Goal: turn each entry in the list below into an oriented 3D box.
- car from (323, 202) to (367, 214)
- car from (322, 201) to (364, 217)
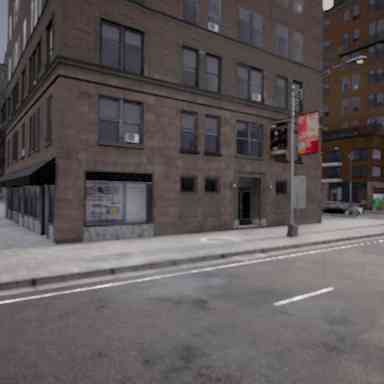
[{"bbox_3d":[18.210,1.863,39.724,1.947,1.339,4.313,1,0,-35],"label":"car"},{"bbox_3d":[15.133,1.727,34.568,2.128,1.511,4.902,1,0,-35],"label":"car"}]
